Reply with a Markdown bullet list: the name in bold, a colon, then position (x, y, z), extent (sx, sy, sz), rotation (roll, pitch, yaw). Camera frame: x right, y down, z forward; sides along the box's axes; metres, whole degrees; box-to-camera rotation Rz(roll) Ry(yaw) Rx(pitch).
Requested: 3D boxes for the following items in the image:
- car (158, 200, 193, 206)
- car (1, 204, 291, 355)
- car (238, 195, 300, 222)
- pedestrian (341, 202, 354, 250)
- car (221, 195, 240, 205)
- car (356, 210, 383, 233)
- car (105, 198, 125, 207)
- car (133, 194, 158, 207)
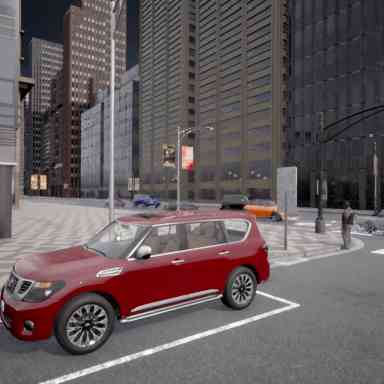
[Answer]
- **car**: position (-1.186, 1.622, 36.288), extent (2.033, 1.411, 5.357), rotation (1, -1, -35)
- **car**: position (-0.683, 1.316, 6.282), extent (5.009, 1.841, 2.192), rotation (0, 0, -36)
- **car**: position (6.152, 1.378, 26.085), extent (2.097, 1.767, 4.553), rotation (1, -1, -36)
- **pedestrian**: position (6.018, 1.297, 12.919), extent (0.375, 1.860, 0.375), rotation (1, 0, -36)
- **car**: position (5.221, 1.296, 32.936), extent (2.150, 2.045, 5.566), rotation (1, -1, -37)
- **car**: position (10.936, 1.582, 17.103), extent (1.895, 1.301, 4.718), rotation (0, 0, -16)
- **car**: position (-11.973, 1.674, 51.370), extent (1.812, 1.442, 4.674), rotation (1, -1, -35)
- **car**: position (-6.841, 1.380, 49.749), extent (2.150, 2.045, 5.566), rotation (1, -1, -35)
